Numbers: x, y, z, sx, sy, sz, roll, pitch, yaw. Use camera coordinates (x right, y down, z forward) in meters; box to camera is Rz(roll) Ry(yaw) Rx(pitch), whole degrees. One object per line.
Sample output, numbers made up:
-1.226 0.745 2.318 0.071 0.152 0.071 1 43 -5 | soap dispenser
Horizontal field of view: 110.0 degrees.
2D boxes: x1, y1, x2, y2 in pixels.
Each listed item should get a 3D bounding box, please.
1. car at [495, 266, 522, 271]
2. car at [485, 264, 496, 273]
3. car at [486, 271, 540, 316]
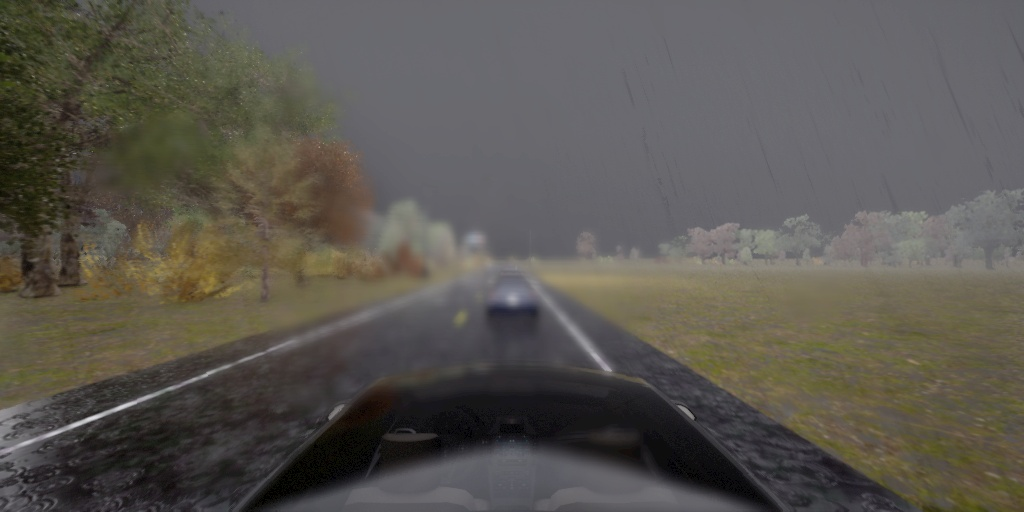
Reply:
0.043 1.599 29.037 2.128 1.511 4.902 0 -1 0 | car
-3.552 2.044 60.375 1.812 1.442 4.674 0 -1 1 | car
0.047 1.478 14.214 1.994 1.385 4.181 0 -1 0 | car
